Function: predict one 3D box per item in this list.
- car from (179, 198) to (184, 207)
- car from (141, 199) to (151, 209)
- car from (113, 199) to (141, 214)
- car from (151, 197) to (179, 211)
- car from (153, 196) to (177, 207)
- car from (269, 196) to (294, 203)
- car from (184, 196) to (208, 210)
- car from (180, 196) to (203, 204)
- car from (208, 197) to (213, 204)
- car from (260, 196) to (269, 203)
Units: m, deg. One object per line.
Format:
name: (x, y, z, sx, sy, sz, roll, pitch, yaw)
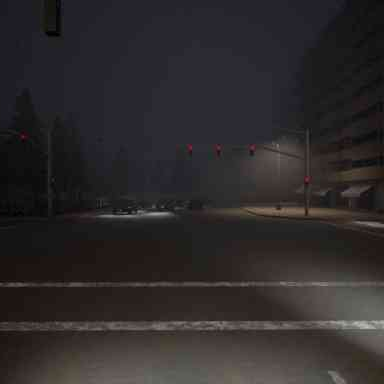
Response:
car: (-1.902, 1.547, 50.317, 2.033, 1.411, 5.357, 0, 0, 15)
car: (-6.407, 1.601, 44.083, 1.895, 1.301, 4.718, 0, 0, 6)
car: (-6.952, 1.526, 35.004, 1.812, 1.442, 4.674, 0, 0, 2)
car: (-3.217, 1.491, 40.587, 2.128, 1.511, 4.902, 0, 0, 4)
car: (-4.280, 1.491, 53.926, 2.128, 1.511, 4.902, 0, 0, 20)
car: (18.506, 1.478, 67.505, 5.008, 1.535, 1.882, 0, 0, -33)
car: (0.547, 1.491, 43.153, 2.128, 1.511, 4.902, 0, 0, 5)
car: (-0.023, 1.491, 63.087, 2.128, 1.511, 4.902, 0, 0, 32)
car: (1.991, 1.601, 59.544, 1.895, 1.301, 4.718, 0, 0, 31)
car: (16.611, 1.525, 70.592, 4.902, 1.511, 2.128, 0, 0, -33)
